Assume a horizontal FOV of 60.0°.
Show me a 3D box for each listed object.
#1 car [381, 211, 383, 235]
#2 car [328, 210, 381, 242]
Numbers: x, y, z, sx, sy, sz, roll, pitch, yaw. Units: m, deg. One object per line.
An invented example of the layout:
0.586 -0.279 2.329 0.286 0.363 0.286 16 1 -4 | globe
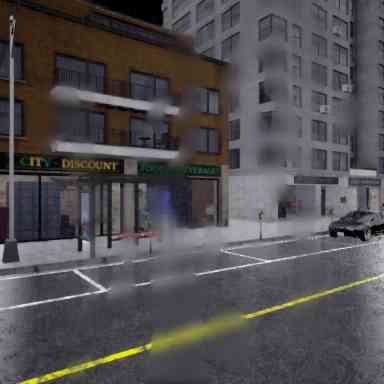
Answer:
7.564 1.223 8.827 5.566 2.045 2.150 0 0 -35 | car
8.602 1.566 16.530 4.313 1.339 1.947 0 0 -36 | car
